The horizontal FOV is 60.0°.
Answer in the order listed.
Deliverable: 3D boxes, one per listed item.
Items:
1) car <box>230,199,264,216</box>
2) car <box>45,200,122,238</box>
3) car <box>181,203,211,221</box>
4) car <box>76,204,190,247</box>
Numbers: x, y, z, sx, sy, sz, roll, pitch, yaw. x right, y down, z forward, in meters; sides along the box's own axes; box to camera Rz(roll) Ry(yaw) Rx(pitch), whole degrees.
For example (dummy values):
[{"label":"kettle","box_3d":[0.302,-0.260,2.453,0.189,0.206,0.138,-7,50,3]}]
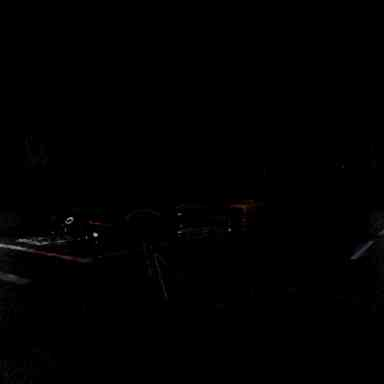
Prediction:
[{"label":"car","box_3d":[5.645,1.488,33.610,1.882,1.535,5.008,0,0,35]},{"label":"car","box_3d":[-5.407,1.362,17.810,2.097,1.767,4.553,0,0,35]},{"label":"car","box_3d":[-0.270,1.536,25.160,1.812,1.442,4.674,0,0,35]},{"label":"car","box_3d":[-2.520,1.503,15.425,2.128,1.511,4.902,0,0,35]}]
